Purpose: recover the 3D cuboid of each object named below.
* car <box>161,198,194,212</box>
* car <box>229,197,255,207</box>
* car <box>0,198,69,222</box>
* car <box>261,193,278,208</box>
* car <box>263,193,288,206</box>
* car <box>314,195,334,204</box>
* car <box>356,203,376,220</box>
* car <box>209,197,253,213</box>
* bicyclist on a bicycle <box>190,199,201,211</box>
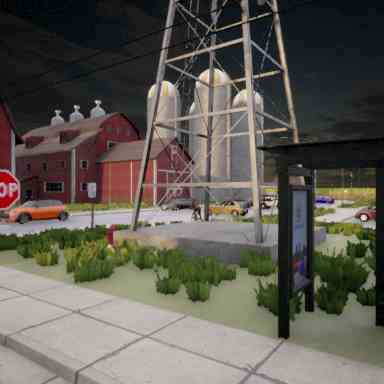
[{"bbox_3d":[-1.640,1.491,38.566,2.128,1.511,4.902,0,0,35],"label":"car"},{"bbox_3d":[7.948,1.458,52.344,2.033,1.411,5.357,0,0,35],"label":"car"},{"bbox_3d":[-11.427,1.352,24.339,2.097,1.767,4.553,0,0,35],"label":"car"},{"bbox_3d":[10.350,1.313,42.464,3.866,1.878,1.905,0,0,35],"label":"car"},{"bbox_3d":[13.682,1.221,54.506,2.150,2.045,5.566,0,0,35],"label":"car"},{"bbox_3d":[24.178,1.480,62.332,4.611,1.667,2.242,0,0,35],"label":"car"},{"bbox_3d":[14.355,1.521,24.704,3.905,1.438,1.784,0,0,35],"label":"car"},{"bbox_3d":[3.115,1.506,31.074,4.193,1.474,1.816,0,0,35],"label":"car"},{"bbox_3d":[0.231,1.300,22.216,0.582,1.620,1.656,0,0,-21],"label":"bicyclist on a bicycle"}]
